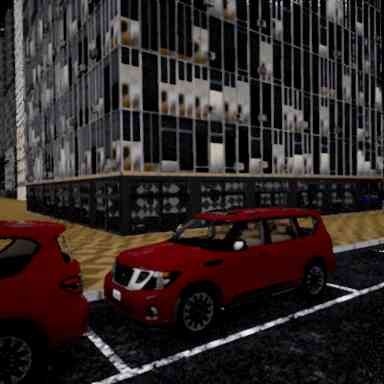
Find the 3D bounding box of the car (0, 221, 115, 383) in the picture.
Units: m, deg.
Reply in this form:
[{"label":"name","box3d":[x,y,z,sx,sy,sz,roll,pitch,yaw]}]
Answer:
[{"label":"car","box3d":[-3.659,1.321,3.501,5.009,1.841,2.192,0,0,-36]}]

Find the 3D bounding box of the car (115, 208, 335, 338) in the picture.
[{"label":"car","box3d":[0.853,1.290,6.730,5.009,1.841,2.192,0,0,-36]}]
